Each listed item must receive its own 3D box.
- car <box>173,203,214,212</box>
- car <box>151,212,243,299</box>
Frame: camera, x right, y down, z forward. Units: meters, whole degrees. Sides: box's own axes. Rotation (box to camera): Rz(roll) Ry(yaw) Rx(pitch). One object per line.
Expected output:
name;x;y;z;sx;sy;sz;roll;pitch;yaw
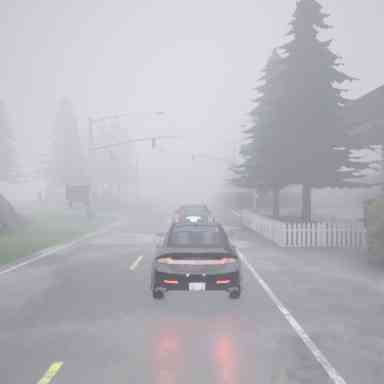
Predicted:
car;0.080;1.345;17.572;2.097;1.767;4.553;0;0;0
car;0.091;1.488;8.419;2.128;1.511;4.902;0;0;0
